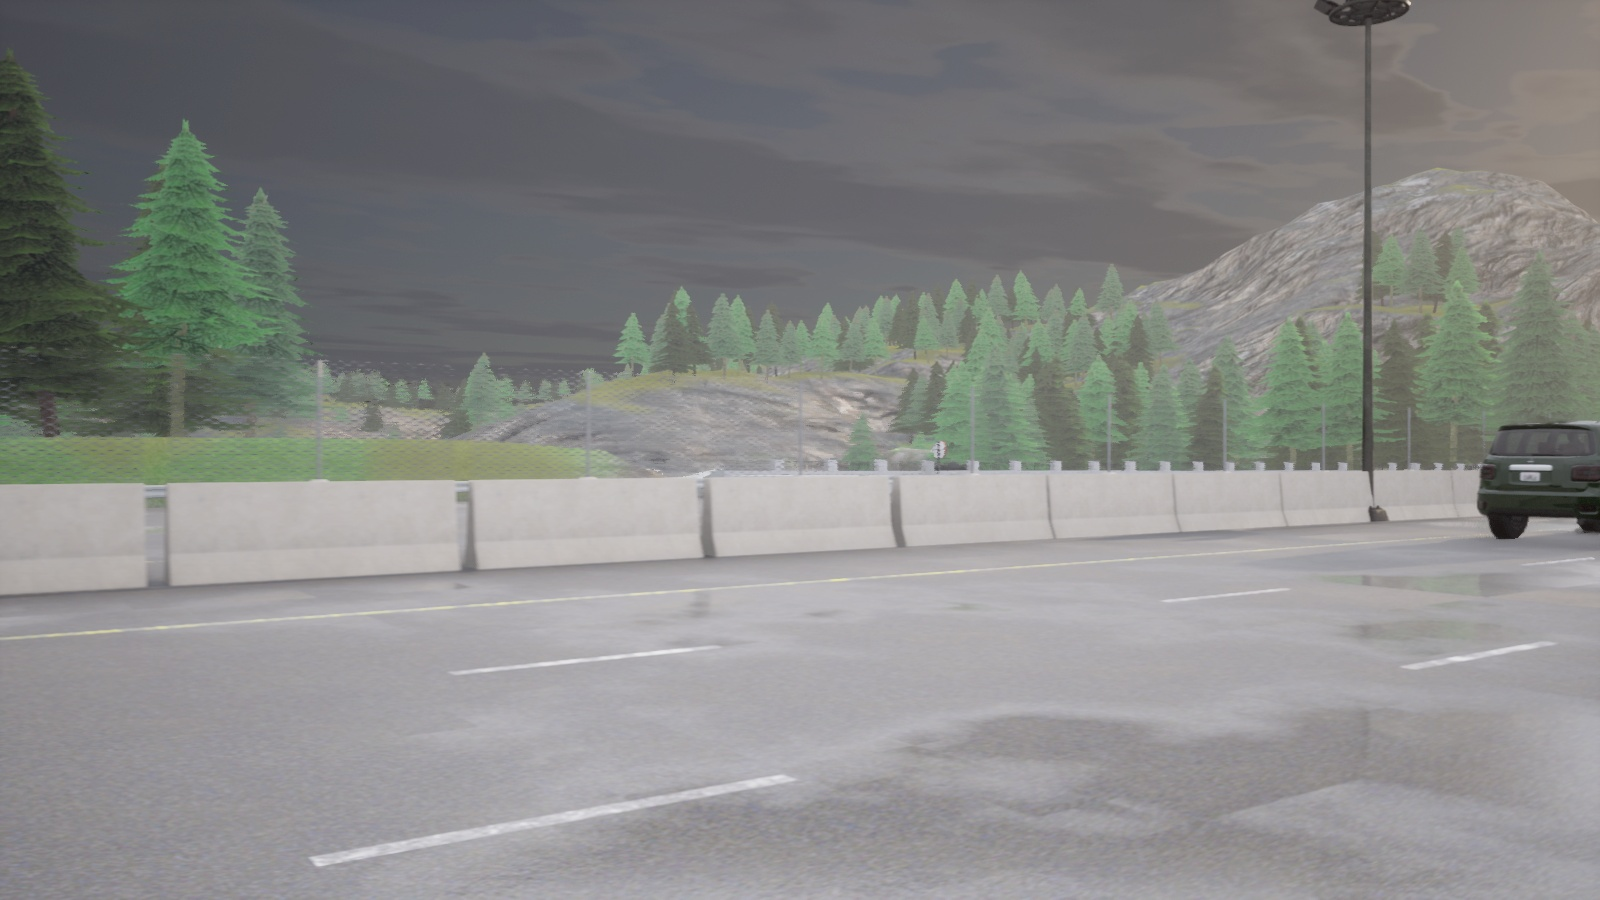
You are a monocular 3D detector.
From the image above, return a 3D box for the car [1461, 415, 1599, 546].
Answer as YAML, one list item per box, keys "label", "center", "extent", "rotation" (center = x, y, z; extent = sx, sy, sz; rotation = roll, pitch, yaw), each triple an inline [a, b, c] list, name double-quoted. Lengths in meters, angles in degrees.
- label: "car"
  center: [14.124, 0.473, 22.022]
  extent: [5.566, 2.045, 2.150]
  rotation: [0, 0, -35]
